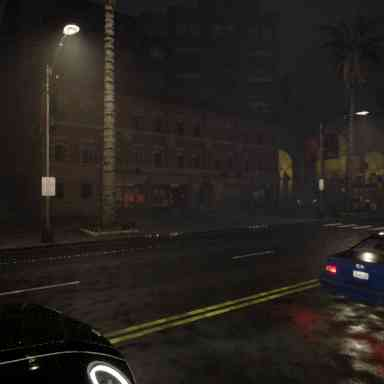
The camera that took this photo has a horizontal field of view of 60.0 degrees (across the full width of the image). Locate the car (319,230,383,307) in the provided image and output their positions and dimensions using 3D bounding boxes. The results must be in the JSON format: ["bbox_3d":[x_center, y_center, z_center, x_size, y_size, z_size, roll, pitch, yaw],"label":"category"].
[{"bbox_3d":[5.093,1.547,7.473,5.357,1.411,2.033,0,0,-36],"label":"car"}]

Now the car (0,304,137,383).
[{"bbox_3d":[-2.539,1.352,1.880,4.553,1.767,2.097,0,0,-36],"label":"car"}]
